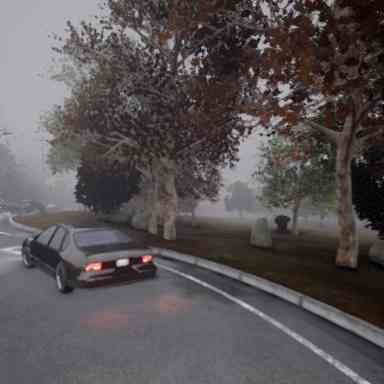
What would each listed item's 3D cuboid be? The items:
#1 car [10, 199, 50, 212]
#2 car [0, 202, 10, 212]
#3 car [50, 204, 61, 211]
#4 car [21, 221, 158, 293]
[{"bbox_3d":[-19.064,1.643,39.522,2.128,1.511,4.902,0,-2,-5],"label":"car"},{"bbox_3d":[-23.052,1.908,42.440,1.895,1.301,4.718,0,-3,-4],"label":"car"},{"bbox_3d":[-24.244,2.849,57.747,1.812,1.442,4.674,0,-4,-4],"label":"car"},{"bbox_3d":[-2.990,1.488,8.804,2.033,1.411,5.357,-1,1,-39],"label":"car"}]
